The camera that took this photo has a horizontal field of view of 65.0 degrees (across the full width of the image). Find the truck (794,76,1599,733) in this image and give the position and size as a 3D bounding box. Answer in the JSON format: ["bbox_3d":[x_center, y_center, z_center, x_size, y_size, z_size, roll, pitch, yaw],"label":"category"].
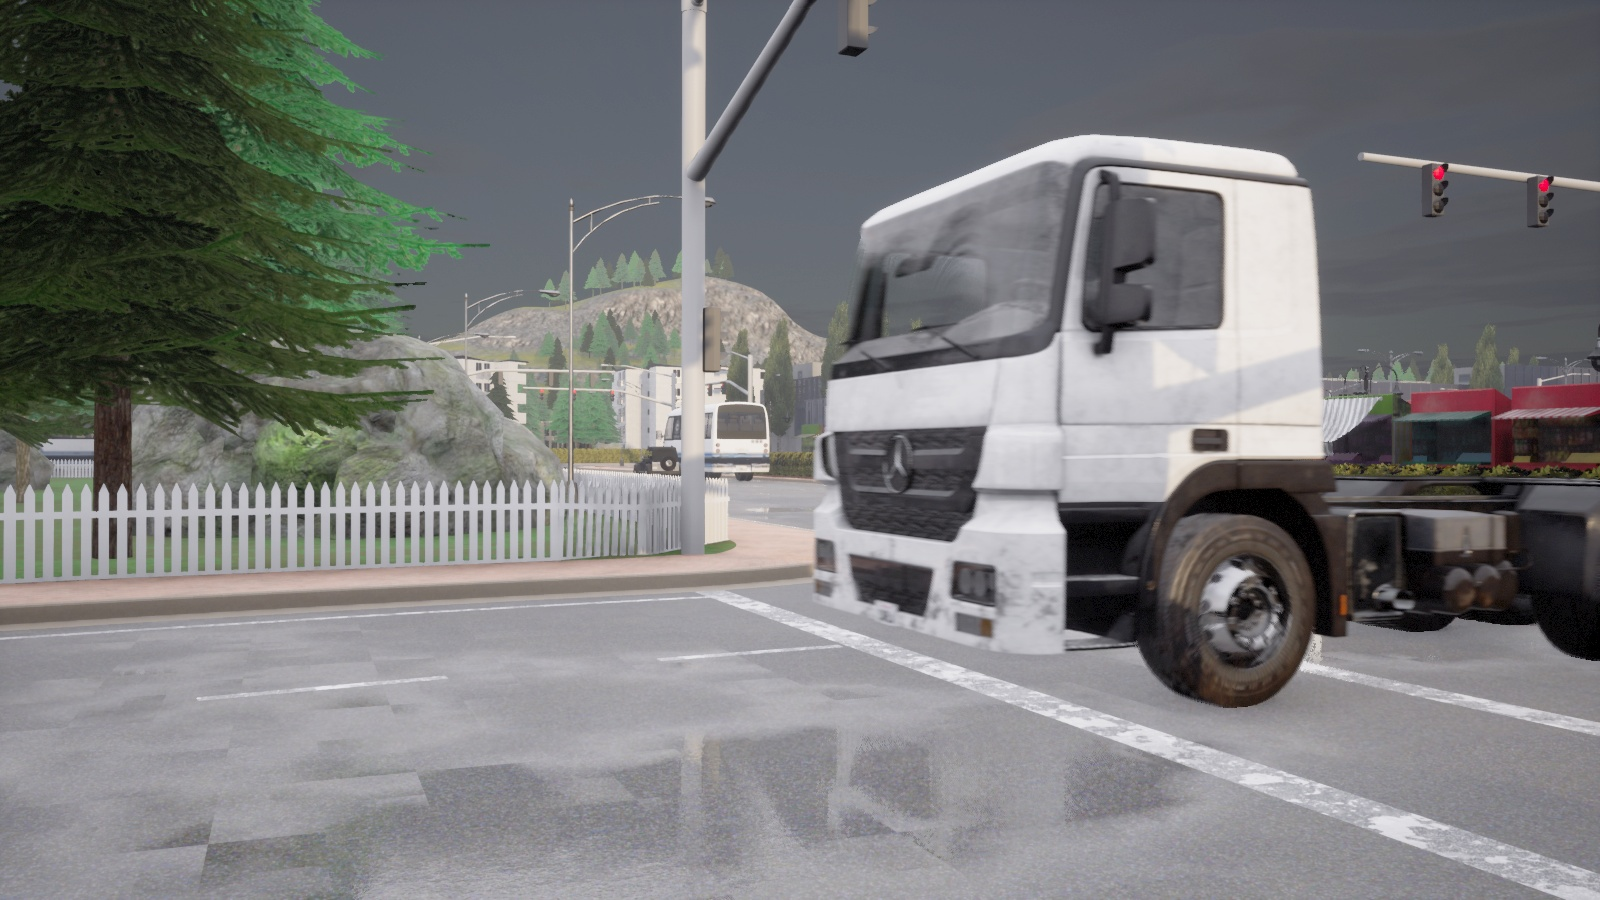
[{"bbox_3d":[4.182,-0.209,9.475,7.936,3.462,2.891,0,0,-23],"label":"truck"}]

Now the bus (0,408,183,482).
[{"bbox_3d":[-42.870,-0.301,75.260,10.273,4.253,3.944,0,0,-21],"label":"bus"}]

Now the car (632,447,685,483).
[{"bbox_3d":[-7.748,0.780,68.369,1.905,1.878,3.866,0,0,-22],"label":"car"}]

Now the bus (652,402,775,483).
[{"bbox_3d":[-5.085,-0.391,71.120,3.944,4.253,10.273,0,0,-22],"label":"bus"}]
